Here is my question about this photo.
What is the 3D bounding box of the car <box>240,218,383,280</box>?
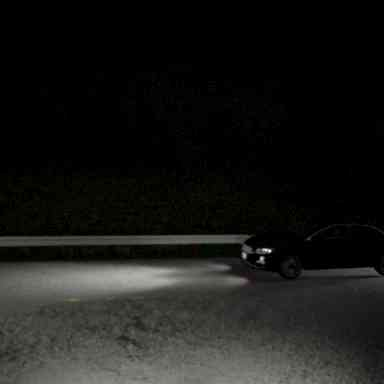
[{"bbox_3d":[3.877,1.549,9.753,4.902,1.511,2.128,1,0,-10],"label":"car"}]
